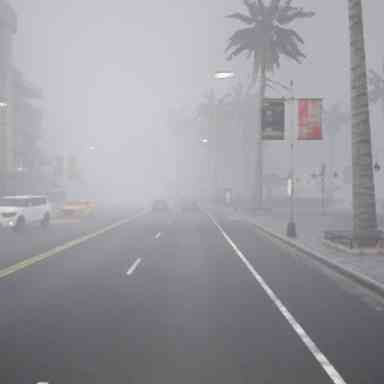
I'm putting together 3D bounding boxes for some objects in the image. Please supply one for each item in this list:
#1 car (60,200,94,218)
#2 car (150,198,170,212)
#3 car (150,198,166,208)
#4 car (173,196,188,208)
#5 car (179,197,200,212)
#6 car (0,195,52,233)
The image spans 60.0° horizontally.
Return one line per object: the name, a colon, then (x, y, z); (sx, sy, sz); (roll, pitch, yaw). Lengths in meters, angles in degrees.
car: (-10.515, 1.494, 30.690); (1.882, 1.535, 5.008); (0, 0, 0)
car: (-3.680, 1.584, 39.272); (1.994, 1.385, 4.181); (0, 0, -4)
car: (-5.084, 1.590, 49.447); (1.994, 1.385, 4.181); (0, 0, -12)
car: (-1.454, 1.376, 49.002); (2.097, 1.767, 4.553); (0, 0, -12)
car: (-0.213, 1.584, 38.707); (1.994, 1.385, 4.181); (0, 0, -4)
car: (-10.522, 1.232, 20.238); (2.150, 2.045, 5.566); (0, 0, 0)
